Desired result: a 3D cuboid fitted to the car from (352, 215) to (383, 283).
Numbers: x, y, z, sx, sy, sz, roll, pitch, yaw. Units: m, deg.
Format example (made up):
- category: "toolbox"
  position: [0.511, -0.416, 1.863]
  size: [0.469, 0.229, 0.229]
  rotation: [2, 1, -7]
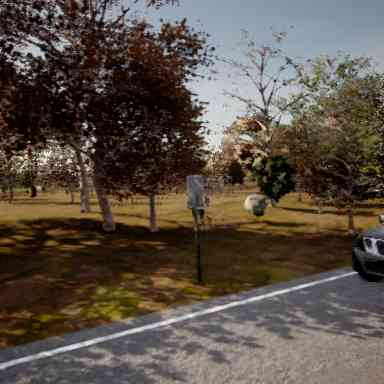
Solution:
- category: "car"
  position: [6.400, 1.179, 8.458]
  size: [5.566, 2.045, 2.150]
  rotation: [0, 0, -35]
